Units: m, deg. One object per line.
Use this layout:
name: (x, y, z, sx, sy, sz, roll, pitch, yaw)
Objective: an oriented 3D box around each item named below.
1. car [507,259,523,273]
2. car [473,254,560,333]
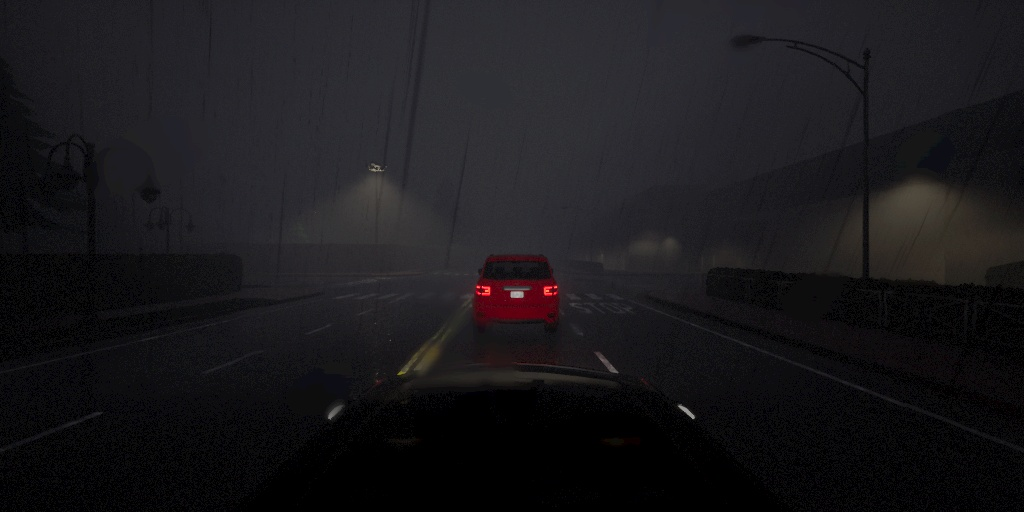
car: (0.356, 1.222, 45.567, 1.882, 1.535, 5.008, 0, 0, 1)
car: (0.122, 0.970, 10.828, 2.150, 2.045, 5.566, 0, 0, 0)
